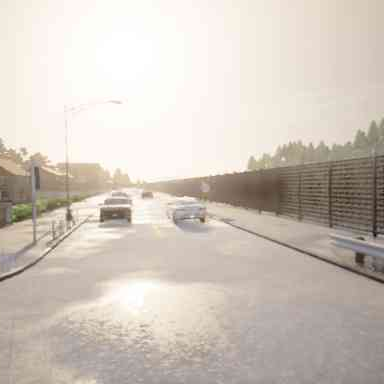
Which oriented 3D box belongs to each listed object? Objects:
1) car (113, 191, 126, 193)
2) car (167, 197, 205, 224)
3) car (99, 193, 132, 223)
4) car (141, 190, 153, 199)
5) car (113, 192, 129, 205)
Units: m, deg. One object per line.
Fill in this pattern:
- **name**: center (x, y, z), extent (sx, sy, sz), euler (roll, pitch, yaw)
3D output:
- **car**: center (-6.947, 0.751, 31.901), extent (2.097, 1.767, 4.553), euler (-1, 1, -11)
- **car**: center (-0.452, 1.061, 20.421), extent (1.812, 1.442, 4.674), euler (-1, 1, -11)
- **car**: center (-5.055, 1.062, 22.157), extent (1.882, 1.535, 5.008), euler (-1, 1, -11)
- **car**: center (-7.727, 0.327, 56.860), extent (1.882, 1.535, 5.008), euler (-1, 1, -11)
- **car**: center (-8.798, 0.740, 41.642), extent (1.812, 1.442, 4.674), euler (-1, 1, -11)
